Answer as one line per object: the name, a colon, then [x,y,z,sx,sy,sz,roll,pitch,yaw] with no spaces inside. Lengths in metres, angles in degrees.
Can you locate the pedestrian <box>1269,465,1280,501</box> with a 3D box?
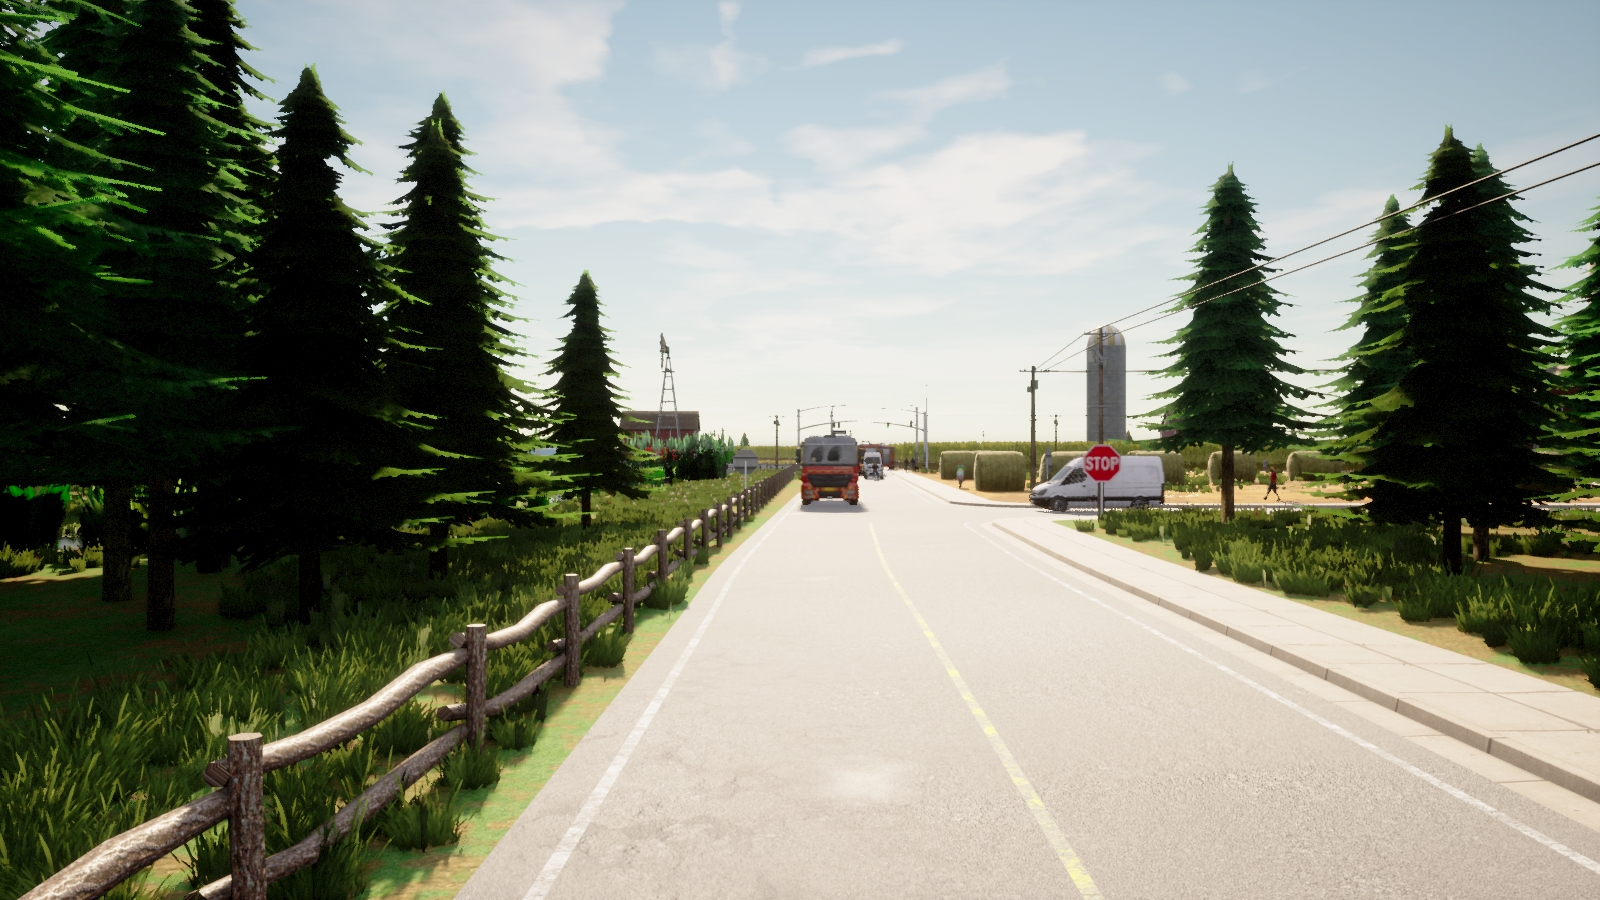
pedestrian: [24.344,1.691,58.591,0.375,1.860,0.375,0,0,-9]

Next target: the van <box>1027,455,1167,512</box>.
van: [13.601,1.535,52.523,5.915,2.561,1.988,0,0,0]

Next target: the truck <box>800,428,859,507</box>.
truck: [1.571,0.856,59.780,2.891,3.827,8.468,0,0,2]
